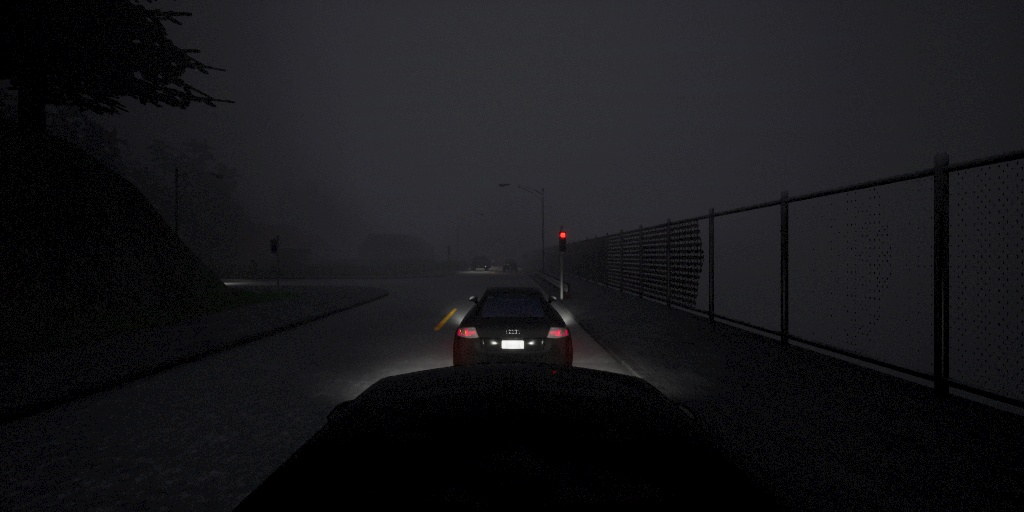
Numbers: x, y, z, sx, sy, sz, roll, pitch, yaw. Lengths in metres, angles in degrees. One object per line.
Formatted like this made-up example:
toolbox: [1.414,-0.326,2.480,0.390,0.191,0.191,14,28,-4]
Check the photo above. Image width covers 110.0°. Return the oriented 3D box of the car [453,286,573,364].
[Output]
car: [0.019,1.314,7.450,1.994,1.385,4.181,0,0,0]

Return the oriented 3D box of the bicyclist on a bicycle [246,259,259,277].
bicyclist on a bicycle: [-24.042,1.099,33.271,0.582,1.620,1.656,0,0,0]

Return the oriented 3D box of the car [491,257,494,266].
car: [-4.542,1.276,60.501,1.812,1.442,4.674,0,0,0]

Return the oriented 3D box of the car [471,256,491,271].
car: [-4.482,0.972,50.585,2.150,2.045,5.566,0,0,0]

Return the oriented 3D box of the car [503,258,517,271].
car: [-0.255,1.241,47.720,2.128,1.511,4.902,0,0,-1]
